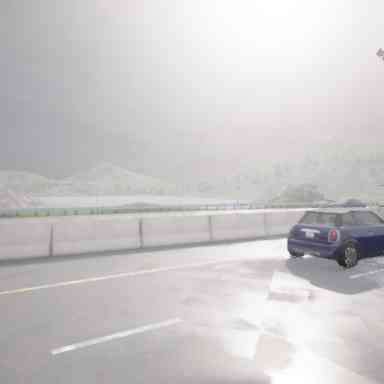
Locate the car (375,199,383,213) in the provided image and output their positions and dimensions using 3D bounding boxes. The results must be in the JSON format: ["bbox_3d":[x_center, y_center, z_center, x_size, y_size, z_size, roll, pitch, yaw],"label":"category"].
[{"bbox_3d":[22.746,1.480,36.242,5.357,1.411,2.033,0,0,-23],"label":"car"}]

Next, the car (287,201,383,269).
[{"bbox_3d":[5.410,1.330,11.299,4.553,1.767,2.097,0,0,-32],"label":"car"}]
